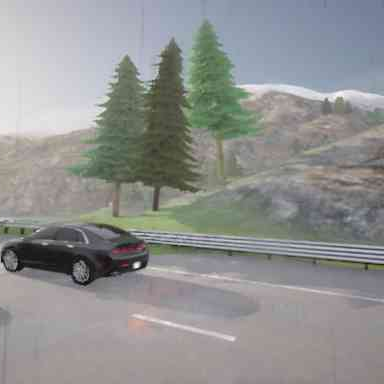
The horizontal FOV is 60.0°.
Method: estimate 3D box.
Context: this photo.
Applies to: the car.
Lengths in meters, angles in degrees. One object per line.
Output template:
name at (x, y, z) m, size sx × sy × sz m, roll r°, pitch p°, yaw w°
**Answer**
car at (-3.542, 1.636, 9.776) m, size 4.892 × 1.490 × 1.837 m, roll 0°, pitch -1°, yaw 29°
